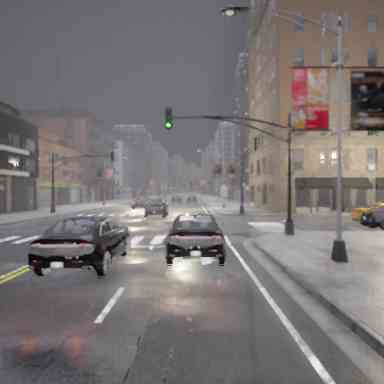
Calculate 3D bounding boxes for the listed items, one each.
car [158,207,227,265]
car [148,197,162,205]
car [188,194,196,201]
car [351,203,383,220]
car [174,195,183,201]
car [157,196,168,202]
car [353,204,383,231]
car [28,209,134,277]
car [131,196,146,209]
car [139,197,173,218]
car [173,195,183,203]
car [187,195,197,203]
[{"bbox_3d":[0.117,1.491,11.626,2.128,1.511,4.902,0,0,0],"label":"car"},{"bbox_3d":[-6.554,1.577,58.800,1.994,1.385,4.181,0,0,1],"label":"car"},{"bbox_3d":[-0.006,1.336,80.194,1.882,1.535,5.008,0,0,0],"label":"car"},{"bbox_3d":[13.513,1.483,22.546,5.008,1.535,1.882,0,0,1],"label":"car"},{"bbox_3d":[-3.256,1.411,80.194,1.994,1.385,4.181,0,0,0],"label":"car"},{"bbox_3d":[-6.506,1.548,74.169,2.033,1.411,5.357,0,0,0],"label":"car"},{"bbox_3d":[12.397,1.584,19.872,4.313,1.339,1.947,0,0,0],"label":"car"},{"bbox_3d":[-3.150,1.491,10.188,2.128,1.511,4.902,0,0,0],"label":"car"},{"bbox_3d":[-6.592,1.358,43.508,2.097,1.767,4.553,0,0,0],"label":"car"},{"bbox_3d":[-3.151,1.492,30.432,2.128,1.511,4.902,0,0,0],"label":"car"},{"bbox_3d":[-3.256,1.367,70.127,2.097,1.767,4.553,0,0,0],"label":"car"},{"bbox_3d":[-0.006,1.368,70.160,2.097,1.767,4.553,0,0,0],"label":"car"}]
